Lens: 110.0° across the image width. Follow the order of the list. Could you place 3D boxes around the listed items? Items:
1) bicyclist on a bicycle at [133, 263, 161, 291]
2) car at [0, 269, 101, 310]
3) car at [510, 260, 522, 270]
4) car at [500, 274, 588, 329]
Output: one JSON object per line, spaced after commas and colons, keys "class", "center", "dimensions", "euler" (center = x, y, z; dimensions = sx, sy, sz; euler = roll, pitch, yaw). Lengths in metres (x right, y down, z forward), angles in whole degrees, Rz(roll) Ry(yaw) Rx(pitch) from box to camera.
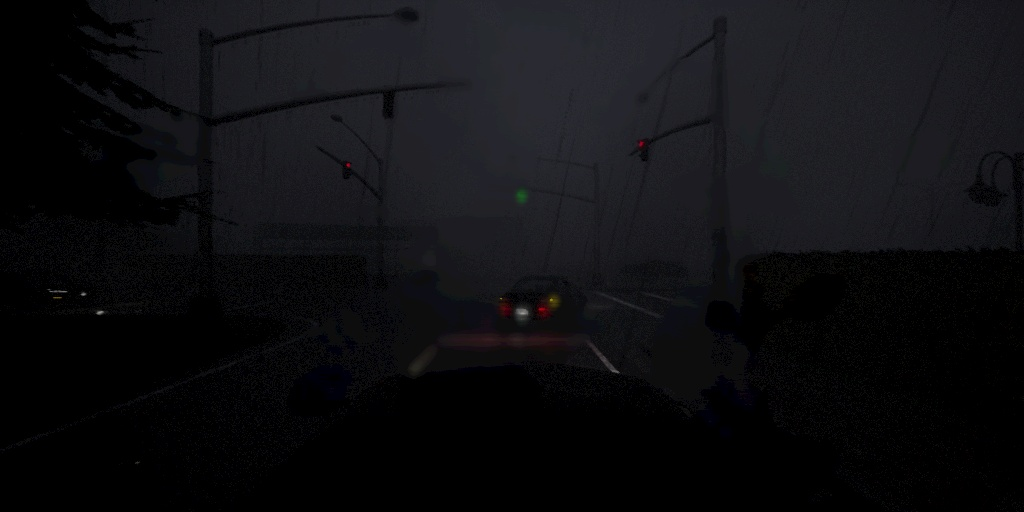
{"class": "bicyclist on a bicycle", "center": [-21.794, 1.257, 21.428], "dimensions": [0.582, 1.620, 1.656], "euler": [0, 0, 0]}
{"class": "car", "center": [-19.574, 1.286, 14.376], "dimensions": [4.892, 1.490, 1.837], "euler": [0, 0, 0]}
{"class": "car", "center": [0.679, 1.417, 59.181], "dimensions": [1.882, 1.535, 5.008], "euler": [0, 0, 1]}
{"class": "car", "center": [1.114, 1.308, 11.472], "dimensions": [1.812, 1.442, 4.674], "euler": [-1, 0, 21]}
